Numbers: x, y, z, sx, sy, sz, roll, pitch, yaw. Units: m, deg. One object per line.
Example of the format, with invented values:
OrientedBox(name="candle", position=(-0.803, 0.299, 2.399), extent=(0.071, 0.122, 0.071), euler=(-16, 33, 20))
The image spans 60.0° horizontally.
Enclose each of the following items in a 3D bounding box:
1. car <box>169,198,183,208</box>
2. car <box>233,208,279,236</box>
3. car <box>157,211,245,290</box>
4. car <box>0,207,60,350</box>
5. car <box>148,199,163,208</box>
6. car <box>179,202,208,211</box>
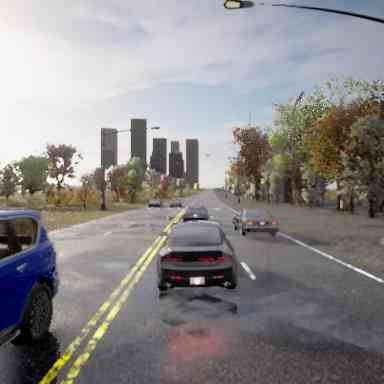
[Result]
OrientedBox(name="car", position=(-2.481, 1.714, 52.622), extent=(1.837, 1.490, 4.892), euler=(-1, 0, 2))
OrientedBox(name="car", position=(3.489, 1.642, 19.045), extent=(2.033, 1.411, 5.357), euler=(0, -1, 0))
OrientedBox(name="car", position=(0.121, 1.548, 9.262), extent=(1.837, 1.490, 4.892), euler=(-1, 1, 1))
OrientedBox(name="car", position=(-3.341, 1.243, 3.492), extent=(2.150, 2.045, 5.566), euler=(0, 0, 0))
OrientedBox(name="car", position=(-5.703, 1.776, 52.928), extent=(2.033, 1.411, 5.357), euler=(0, 0, 2))
OrientedBox(name="car", position=(0.317, 1.665, 26.551), extent=(1.994, 1.385, 4.181), euler=(1, 1, 1))
